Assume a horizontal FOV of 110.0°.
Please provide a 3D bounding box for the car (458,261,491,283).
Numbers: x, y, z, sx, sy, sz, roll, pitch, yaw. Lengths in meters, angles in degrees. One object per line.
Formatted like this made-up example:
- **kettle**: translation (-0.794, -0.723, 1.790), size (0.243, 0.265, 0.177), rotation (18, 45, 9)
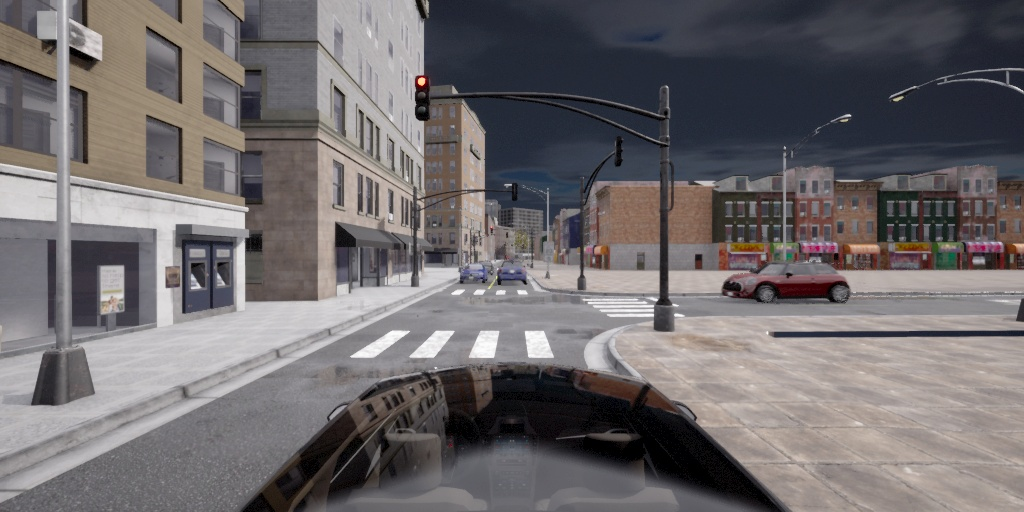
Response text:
- **car**: translation (-2.872, 1.279, 27.775), size (1.812, 1.442, 4.674), rotation (0, 0, 0)

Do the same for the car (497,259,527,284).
- **car**: translation (0.005, 1.105, 27.150), size (2.097, 1.767, 4.553), rotation (0, 0, 0)

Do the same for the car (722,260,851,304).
- **car**: translation (11.729, 1.051, 15.584), size (4.553, 1.767, 2.097), rotation (0, 0, 0)

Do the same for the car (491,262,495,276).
- **car**: translation (-2.884, 1.262, 38.023), size (1.837, 1.490, 4.892), rotation (0, 0, 0)
